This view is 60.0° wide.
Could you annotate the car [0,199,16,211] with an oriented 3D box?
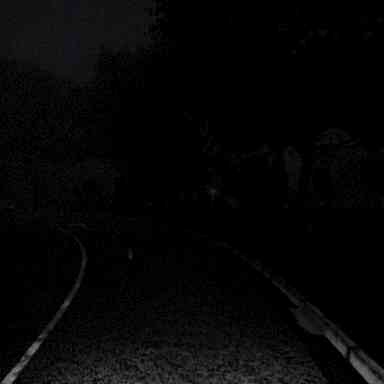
[{"bbox_3d":[-22.927,1.498,38.917,5.008,1.535,1.882,0,0,24],"label":"car"}]
